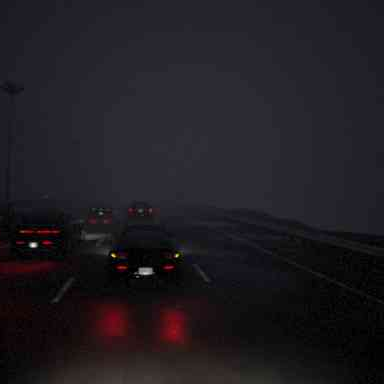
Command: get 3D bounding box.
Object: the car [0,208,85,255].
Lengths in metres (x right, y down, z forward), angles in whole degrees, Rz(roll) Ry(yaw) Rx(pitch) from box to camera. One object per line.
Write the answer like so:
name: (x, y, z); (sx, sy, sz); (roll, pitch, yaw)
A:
car: (-5.478, 1.469, 13.100); (1.837, 1.490, 4.892); (2, -1, -9)

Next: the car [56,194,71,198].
car: (-30.771, 1.183, 80.873); (2.097, 1.767, 4.553); (2, -1, -9)

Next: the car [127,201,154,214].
car: (-4.286, 1.501, 27.638); (2.097, 1.767, 4.553); (2, -1, -9)

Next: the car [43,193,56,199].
car: (-34.503, 1.156, 82.013); (1.837, 1.490, 4.892); (2, -1, -9)

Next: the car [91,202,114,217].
car: (-8.621, 1.665, 32.458); (1.895, 1.301, 4.718); (2, -1, -9)

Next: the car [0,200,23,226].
car: (-9.700, 1.368, 17.309); (2.128, 1.511, 4.902); (2, -1, -9)

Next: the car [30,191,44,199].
car: (-38.081, 0.689, 82.290); (2.150, 2.045, 5.566); (2, -1, -9)

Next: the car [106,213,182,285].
car: (-1.370, 1.582, 9.564); (1.812, 1.442, 4.674); (2, -1, -9)

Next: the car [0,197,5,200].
car: (-24.337, 1.262, 40.783); (1.895, 1.301, 4.718); (2, -1, -9)
